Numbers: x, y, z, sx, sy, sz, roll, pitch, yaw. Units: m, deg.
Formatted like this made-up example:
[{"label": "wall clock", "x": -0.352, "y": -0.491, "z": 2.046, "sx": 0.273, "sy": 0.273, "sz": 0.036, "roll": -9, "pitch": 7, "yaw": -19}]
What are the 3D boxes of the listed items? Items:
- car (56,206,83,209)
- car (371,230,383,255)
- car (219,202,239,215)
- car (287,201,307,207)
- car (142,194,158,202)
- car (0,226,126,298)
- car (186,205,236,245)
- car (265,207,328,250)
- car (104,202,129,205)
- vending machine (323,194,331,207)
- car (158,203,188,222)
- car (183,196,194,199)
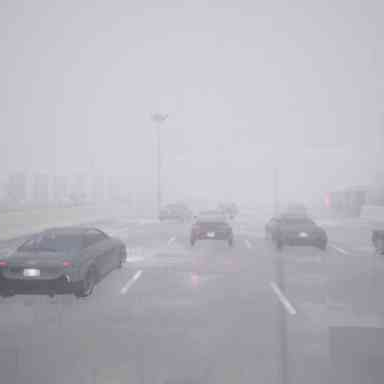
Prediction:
[{"label": "car", "x": -13.581, "y": 1.506, "z": 37.315, "sx": 1.812, "sy": 1.442, "sz": 4.674, "roll": 0, "pitch": 0, "yaw": 12}, {"label": "car", "x": 7.537, "y": 1.632, "z": 10.401, "sx": 1.895, "sy": 1.301, "sz": 4.718, "roll": 0, "pitch": 0, "yaw": 4}, {"label": "car", "x": 3.634, "y": 1.635, "z": 33.318, "sx": 1.895, "sy": 1.301, "sz": 4.718, "roll": 0, "pitch": 0, "yaw": 12}, {"label": "car", "x": 11.735, "y": 1.664, "z": 37.491, "sx": 1.895, "sy": 1.301, "sz": 4.718, "roll": 0, "pitch": 0, "yaw": 13}, {"label": "car", "x": -9.361, "y": 1.296, "z": 74.858, "sx": 2.097, "sy": 1.767, "sz": 4.553, "roll": 0, "pitch": 0, "yaw": 21}, {"label": "car", "x": -3.067, "y": 1.560, "z": 8.566, "sx": 1.994, "sy": 1.385, "sz": 4.181, "roll": 0, "pitch": 0, "yaw": 3}, {"label": "car", "x": 0.972, "y": 1.539, "z": 15.581, "sx": 1.812, "sy": 1.442, "sz": 4.674, "roll": 0, "pitch": 0, "yaw": 5}, {"label": "car", "x": 4.404, "y": 1.588, "z": 14.576, "sx": 1.994, "sy": 1.385, "sz": 4.181, "roll": 0, "pitch": 0, "yaw": 5}, {"label": "car", "x": -9.190, "y": 1.523, "z": 41.032, "sx": 1.812, "sy": 1.442, "sz": 4.674, "roll": 0, "pitch": 0, "yaw": 13}, {"label": "vending machine", "x": 21.182, "y": 1.299, "z": 52.262, "sx": 1.100, "sy": 2.100, "sz": 0.880, "roll": 0, "pitch": 0, "yaw": 20}, {"label": "car", "x": -1.232, "y": 1.561, "z": 26.188, "sx": 2.033, "sy": 1.411, "sz": 5.357, "roll": 0, "pitch": 0, "yaw": 9}, {"label": "car", "x": -0.942, "y": 1.484, "z": 77.319, "sx": 1.812, "sy": 1.442, "sz": 4.674, "roll": 0, "pitch": 0, "yaw": 21}]
